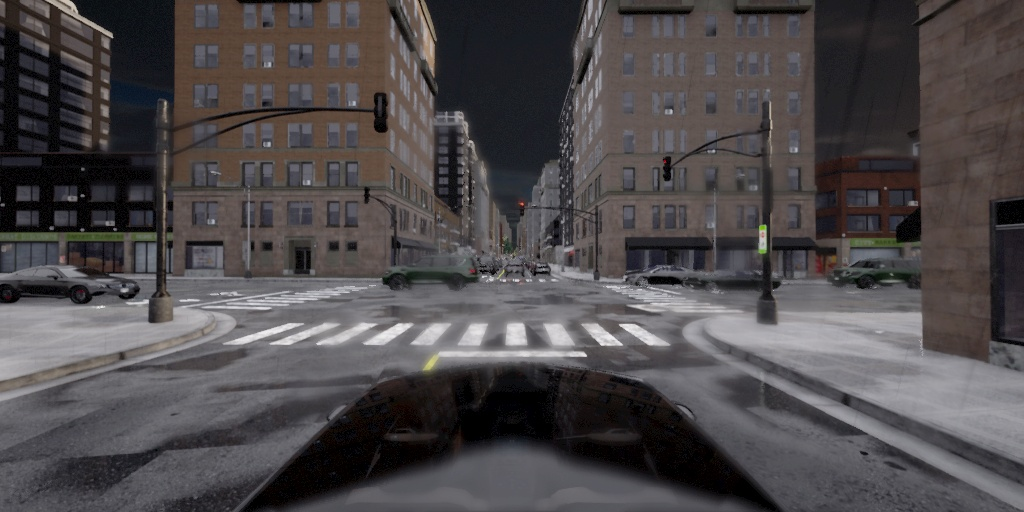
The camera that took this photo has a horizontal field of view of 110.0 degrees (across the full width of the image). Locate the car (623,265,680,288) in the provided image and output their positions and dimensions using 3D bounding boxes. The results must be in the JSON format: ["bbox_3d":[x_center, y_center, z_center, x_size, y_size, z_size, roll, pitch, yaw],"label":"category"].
[{"bbox_3d":[10.056,1.363,24.258,4.902,1.511,2.128,0,-1,0],"label":"car"}]

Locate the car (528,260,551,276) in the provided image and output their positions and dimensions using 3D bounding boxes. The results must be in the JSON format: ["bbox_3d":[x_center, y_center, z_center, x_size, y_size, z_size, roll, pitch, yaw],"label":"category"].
[{"bbox_3d":[2.962,1.309,36.197,1.948,1.339,4.313,0,0,1],"label":"car"}]

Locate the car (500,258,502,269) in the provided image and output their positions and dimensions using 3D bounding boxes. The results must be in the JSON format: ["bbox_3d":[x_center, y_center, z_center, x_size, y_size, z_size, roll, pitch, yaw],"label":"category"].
[{"bbox_3d":[-2.665,1.246,47.892,1.837,1.490,4.892,0,0,1],"label":"car"}]

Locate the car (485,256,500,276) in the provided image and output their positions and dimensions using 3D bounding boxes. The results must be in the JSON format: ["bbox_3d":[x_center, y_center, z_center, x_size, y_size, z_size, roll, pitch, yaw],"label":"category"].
[{"bbox_3d":[-2.787,0.966,37.804,2.150,2.045,5.566,0,0,1],"label":"car"}]

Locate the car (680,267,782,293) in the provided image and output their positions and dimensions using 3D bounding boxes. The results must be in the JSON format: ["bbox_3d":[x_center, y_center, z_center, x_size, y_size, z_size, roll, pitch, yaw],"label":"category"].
[{"bbox_3d":[12.785,1.460,20.999,4.718,1.301,1.895,0,-1,0],"label":"car"}]

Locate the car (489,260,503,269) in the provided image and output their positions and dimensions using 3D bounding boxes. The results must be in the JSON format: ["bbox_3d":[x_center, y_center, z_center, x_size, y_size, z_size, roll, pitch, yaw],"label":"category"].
[{"bbox_3d":[-2.529,1.338,58.148,1.895,1.301,4.718,0,0,1],"label":"car"}]

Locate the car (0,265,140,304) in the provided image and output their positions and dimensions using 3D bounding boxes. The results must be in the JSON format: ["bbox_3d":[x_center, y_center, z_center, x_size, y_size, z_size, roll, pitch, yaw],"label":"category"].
[{"bbox_3d":[-17.929,1.102,14.483,4.674,1.442,1.812,0,-1,1],"label":"car"}]

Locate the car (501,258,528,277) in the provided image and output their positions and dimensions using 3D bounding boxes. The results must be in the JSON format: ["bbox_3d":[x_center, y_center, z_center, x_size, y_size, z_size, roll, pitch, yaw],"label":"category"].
[{"bbox_3d":[0.293,1.236,36.125,2.128,1.511,4.902,0,0,1],"label":"car"}]

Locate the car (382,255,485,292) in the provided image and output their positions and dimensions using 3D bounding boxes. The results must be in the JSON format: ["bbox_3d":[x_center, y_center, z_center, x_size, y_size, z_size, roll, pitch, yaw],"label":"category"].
[{"bbox_3d":[-4.635,0.971,21.079,5.566,2.045,2.150,0,0,0],"label":"car"}]

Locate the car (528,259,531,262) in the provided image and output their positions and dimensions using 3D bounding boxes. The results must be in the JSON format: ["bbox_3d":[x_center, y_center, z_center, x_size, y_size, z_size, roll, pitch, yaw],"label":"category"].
[{"bbox_3d":[3.029,1.287,41.728,1.888,1.381,4.507,0,0,1],"label":"car"}]

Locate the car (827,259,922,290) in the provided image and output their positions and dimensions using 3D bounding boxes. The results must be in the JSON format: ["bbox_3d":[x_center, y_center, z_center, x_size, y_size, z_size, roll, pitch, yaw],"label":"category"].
[{"bbox_3d":[24.668,1.191,24.171,5.566,2.045,2.150,0,-1,0],"label":"car"}]
